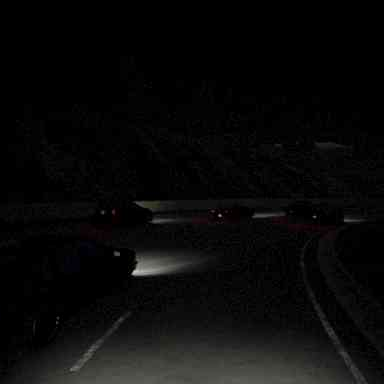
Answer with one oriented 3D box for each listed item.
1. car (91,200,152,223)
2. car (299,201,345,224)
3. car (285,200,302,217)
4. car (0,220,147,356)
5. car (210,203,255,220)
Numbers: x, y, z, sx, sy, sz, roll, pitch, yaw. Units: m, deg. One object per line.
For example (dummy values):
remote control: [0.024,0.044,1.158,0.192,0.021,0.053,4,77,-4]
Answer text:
car: [-4.595,1.314,22.507,2.097,1.767,4.553,0,0,26]
car: [10.206,1.588,25.506,1.812,1.442,4.674,0,0,40]
car: [10.489,1.541,30.844,5.008,1.535,1.882,0,0,-45]
car: [-2.706,1.527,6.267,2.033,1.411,5.357,0,0,10]
car: [3.628,1.617,28.535,1.895,1.301,4.718,0,0,38]
